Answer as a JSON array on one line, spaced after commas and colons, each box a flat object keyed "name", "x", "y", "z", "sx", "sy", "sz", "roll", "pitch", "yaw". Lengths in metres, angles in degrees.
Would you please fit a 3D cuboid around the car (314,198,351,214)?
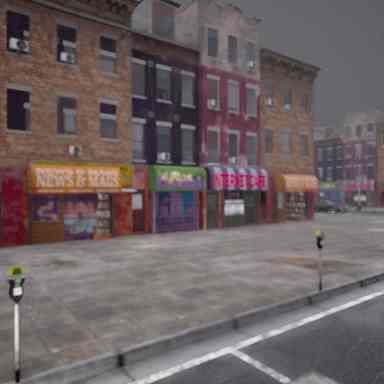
[{"name": "car", "x": 13.132, "y": 1.425, "z": 32.883, "sx": 1.837, "sy": 1.490, "sz": 4.892, "roll": 0, "pitch": 0, "yaw": -36}]
